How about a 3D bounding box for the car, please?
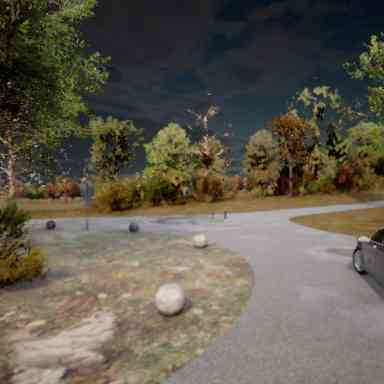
[{"bbox_3d":[4.921,1.432,7.170,1.837,1.490,4.892,0,0,15],"label":"car"}]
